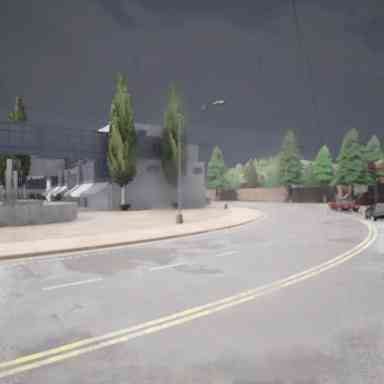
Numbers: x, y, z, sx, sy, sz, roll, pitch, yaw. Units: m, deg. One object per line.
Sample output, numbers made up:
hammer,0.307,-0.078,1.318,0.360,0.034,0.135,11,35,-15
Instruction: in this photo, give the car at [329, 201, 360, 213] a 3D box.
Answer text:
car,17.452,1.646,38.431,1.895,1.301,4.718,0,0,4

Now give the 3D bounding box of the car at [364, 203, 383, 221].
car,15.411,1.584,27.025,1.994,1.385,4.181,0,0,17
